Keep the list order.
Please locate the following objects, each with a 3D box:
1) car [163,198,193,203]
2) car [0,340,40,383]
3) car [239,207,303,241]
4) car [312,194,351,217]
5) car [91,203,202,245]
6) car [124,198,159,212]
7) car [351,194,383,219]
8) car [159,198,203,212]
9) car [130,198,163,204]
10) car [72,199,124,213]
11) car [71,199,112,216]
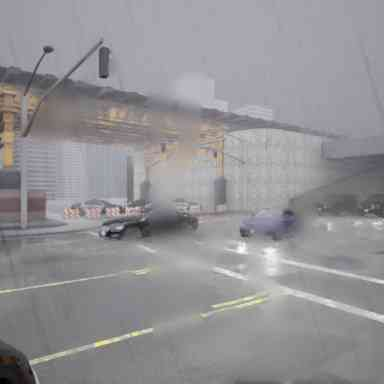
[{"bbox_3d":[-1.376,1.295,38.556,4.536,1.218,1.853,0,0,-7],"label":"car"},{"bbox_3d":[-3.294,1.492,1.421,4.902,1.511,2.128,0,0,-35],"label":"car"},{"bbox_3d":[4.167,1.525,16.841,1.812,1.442,4.674,0,0,38],"label":"car"},{"bbox_3d":[13.761,1.220,31.768,5.566,2.045,2.150,0,0,-37],"label":"car"},{"bbox_3d":[-1.866,1.491,15.718,4.902,1.511,2.128,0,0,-39],"label":"car"},{"bbox_3d":[-5.211,1.295,34.845,1.853,1.218,4.536,0,0,18],"label":"car"},{"bbox_3d":[16.899,1.221,29.762,5.566,2.045,2.150,0,0,-37],"label":"car"},{"bbox_3d":[-1.325,1.453,38.563,4.974,1.542,2.038,0,0,-7],"label":"car"},{"bbox_3d":[-5.227,1.453,34.795,2.038,1.542,4.974,0,0,18],"label":"car"},{"bbox_3d":[-9.018,1.295,32.109,4.536,1.218,1.853,0,0,8],"label":"car"},{"bbox_3d":[-8.967,1.453,32.102,4.974,1.542,2.038,0,0,8],"label":"car"}]
